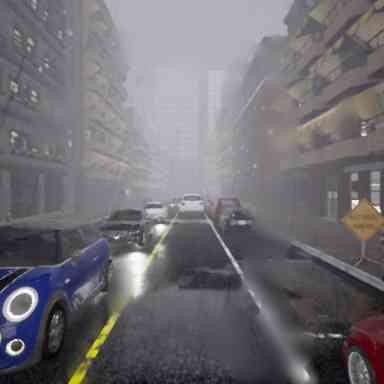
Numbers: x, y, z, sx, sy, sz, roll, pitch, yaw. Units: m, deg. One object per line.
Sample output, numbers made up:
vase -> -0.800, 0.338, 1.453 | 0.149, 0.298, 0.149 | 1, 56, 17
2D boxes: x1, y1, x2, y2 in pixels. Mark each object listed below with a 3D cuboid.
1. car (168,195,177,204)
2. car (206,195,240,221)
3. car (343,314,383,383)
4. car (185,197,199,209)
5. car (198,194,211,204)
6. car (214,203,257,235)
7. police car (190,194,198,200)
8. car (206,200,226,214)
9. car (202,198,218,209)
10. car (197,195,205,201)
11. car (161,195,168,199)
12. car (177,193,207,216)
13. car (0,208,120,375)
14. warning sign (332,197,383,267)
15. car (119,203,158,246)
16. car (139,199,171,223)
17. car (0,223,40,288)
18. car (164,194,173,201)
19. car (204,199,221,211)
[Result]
car -> -2.964, 1.521, 62.189 | 1.994, 1.385, 4.181 | 0, 0, 0
car -> 2.484, 1.298, 24.301 | 2.192, 1.841, 5.009 | -1, 0, 0
car -> 2.558, 1.579, 2.105 | 1.802, 1.307, 4.206 | -1, 0, 0
car -> -0.040, 1.494, 46.582 | 1.812, 1.442, 4.674 | 0, 0, 0
car -> 2.368, 1.268, 63.144 | 2.192, 1.841, 5.009 | -1, 0, 0
car -> 2.504, 1.552, 18.752 | 1.947, 1.339, 4.313 | -1, 0, 0
police car -> 0.561, 1.357, 89.686 | 1.930, 1.638, 5.238 | 0, 0, 0
car -> 2.454, 1.557, 35.399 | 1.802, 1.307, 4.206 | -1, 0, 0
car -> 2.421, 1.533, 46.497 | 1.947, 1.339, 4.313 | -1, 0, 0
car -> 2.306, 1.516, 85.340 | 1.802, 1.307, 4.206 | -1, 0, 0
car -> -5.525, 1.480, 68.478 | 1.752, 1.417, 4.829 | -1, 0, 0
car -> 0.017, 1.203, 31.933 | 2.150, 2.045, 5.566 | 0, 0, 0
car -> -2.863, 1.350, 5.901 | 2.097, 1.767, 4.553 | 0, 0, 0
warning sign -> 4.928, 1.106, 9.570 | 1.300, 1.860, 1.060 | 1, 1, 0
car -> -2.884, 1.497, 15.228 | 1.837, 1.490, 4.892 | 0, 0, 0
car -> -2.884, 1.512, 25.605 | 1.812, 1.442, 4.674 | 0, 0, 1
car -> -5.343, 1.581, 7.609 | 1.802, 1.307, 4.206 | -1, 0, 0
car -> -5.560, 1.385, 79.746 | 1.967, 1.590, 4.097 | -1, 0, 0
car -> 2.438, 1.553, 40.948 | 1.802, 1.307, 4.206 | -1, 0, 0
